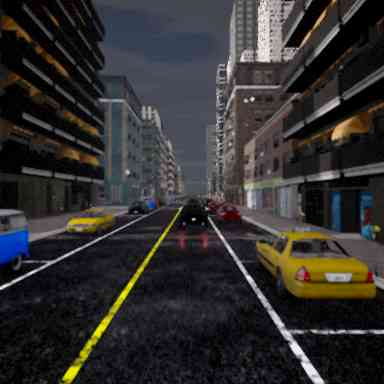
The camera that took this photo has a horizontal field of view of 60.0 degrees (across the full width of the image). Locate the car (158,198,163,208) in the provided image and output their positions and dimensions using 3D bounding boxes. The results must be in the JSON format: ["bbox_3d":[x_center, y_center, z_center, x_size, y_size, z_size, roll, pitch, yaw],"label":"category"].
[{"bbox_3d":[-5.682,1.665,46.941,1.887,1.381,4.507,0,0,0],"label":"car"}]

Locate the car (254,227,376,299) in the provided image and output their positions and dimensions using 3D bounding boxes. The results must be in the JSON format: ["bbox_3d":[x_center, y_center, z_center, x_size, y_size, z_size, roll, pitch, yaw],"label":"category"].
[{"bbox_3d":[2.699,1.545,8.434,1.752,1.417,4.829,0,0,0],"label":"car"}]

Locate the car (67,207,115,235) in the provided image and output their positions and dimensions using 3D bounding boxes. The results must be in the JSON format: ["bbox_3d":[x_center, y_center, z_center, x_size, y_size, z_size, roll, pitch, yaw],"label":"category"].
[{"bbox_3d":[-5.682,1.572,19.154,1.752,1.417,4.829,0,0,0],"label":"car"}]

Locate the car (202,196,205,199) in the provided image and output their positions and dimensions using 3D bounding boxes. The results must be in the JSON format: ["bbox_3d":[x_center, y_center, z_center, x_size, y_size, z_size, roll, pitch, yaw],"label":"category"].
[{"bbox_3d":[2.699,1.701,52.452,1.947,1.339,4.313,0,0,0],"label":"car"}]

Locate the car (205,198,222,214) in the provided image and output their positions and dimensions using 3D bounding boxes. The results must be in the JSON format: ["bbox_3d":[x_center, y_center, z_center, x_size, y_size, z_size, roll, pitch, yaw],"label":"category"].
[{"bbox_3d":[2.699,1.634,35.881,1.887,1.381,4.507,0,0,0],"label":"car"}]

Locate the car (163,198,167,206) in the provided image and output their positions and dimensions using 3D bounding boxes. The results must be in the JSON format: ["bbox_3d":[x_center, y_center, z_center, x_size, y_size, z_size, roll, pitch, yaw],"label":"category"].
[{"bbox_3d":[-5.682,1.717,57.988,1.947,1.339,4.313,0,0,0],"label":"car"}]

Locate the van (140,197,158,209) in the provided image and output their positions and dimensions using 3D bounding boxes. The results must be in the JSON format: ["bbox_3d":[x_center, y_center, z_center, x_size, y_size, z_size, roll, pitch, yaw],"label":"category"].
[{"bbox_3d":[-5.681,1.446,41.418,1.690,1.788,3.998,0,0,0],"label":"van"}]

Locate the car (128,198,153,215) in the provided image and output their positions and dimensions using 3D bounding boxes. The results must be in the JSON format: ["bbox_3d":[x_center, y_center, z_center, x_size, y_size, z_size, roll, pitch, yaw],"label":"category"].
[{"bbox_3d":[-5.683,1.656,35.894,1.947,1.339,4.313,0,0,0],"label":"car"}]

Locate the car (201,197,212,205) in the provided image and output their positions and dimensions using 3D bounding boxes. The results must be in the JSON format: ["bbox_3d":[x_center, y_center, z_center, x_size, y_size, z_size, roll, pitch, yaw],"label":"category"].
[{"bbox_3d":[2.699,1.733,63.499,1.947,1.339,4.313,0,0,0],"label":"car"}]

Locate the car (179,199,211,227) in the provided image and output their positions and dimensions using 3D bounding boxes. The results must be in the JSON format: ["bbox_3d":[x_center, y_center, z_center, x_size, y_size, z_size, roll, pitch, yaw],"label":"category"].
[{"bbox_3d":[0.101,1.533,23.039,1.882,1.535,5.008,0,0,0],"label":"car"}]

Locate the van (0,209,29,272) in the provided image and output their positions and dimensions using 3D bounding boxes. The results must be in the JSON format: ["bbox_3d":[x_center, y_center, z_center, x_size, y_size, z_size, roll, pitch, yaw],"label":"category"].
[{"bbox_3d":[-5.681,1.361,8.277,1.690,1.788,3.998,1,0,0],"label":"van"}]

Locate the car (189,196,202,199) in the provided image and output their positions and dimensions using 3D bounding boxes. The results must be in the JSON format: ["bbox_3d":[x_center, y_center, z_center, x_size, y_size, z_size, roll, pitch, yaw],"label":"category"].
[{"bbox_3d":[0.101,1.619,45.476,1.837,1.490,4.892,0,-1,0],"label":"car"}]

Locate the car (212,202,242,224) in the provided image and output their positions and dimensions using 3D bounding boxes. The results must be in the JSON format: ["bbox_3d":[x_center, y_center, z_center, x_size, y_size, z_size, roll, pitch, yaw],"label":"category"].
[{"bbox_3d":[2.698,1.642,24.835,1.802,1.307,4.206,0,0,0],"label":"car"}]
